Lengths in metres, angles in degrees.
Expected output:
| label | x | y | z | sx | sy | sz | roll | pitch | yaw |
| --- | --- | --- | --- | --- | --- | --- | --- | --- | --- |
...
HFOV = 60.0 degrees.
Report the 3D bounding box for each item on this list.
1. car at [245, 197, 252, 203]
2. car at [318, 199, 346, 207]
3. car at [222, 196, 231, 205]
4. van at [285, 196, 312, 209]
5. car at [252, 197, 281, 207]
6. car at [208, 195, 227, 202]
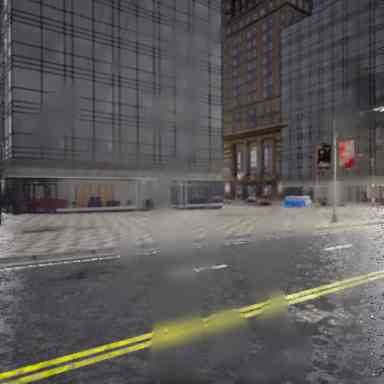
| label | x | y | z | sx | sy | sz | roll | pitch | yaw |
| --- | --- | --- | --- | --- | --- | --- | --- | --- | --- |
| car | 12.416 | 1.604 | 66.760 | 1.802 | 1.307 | 4.206 | 0 | 0 | -35 |
| car | 22.247 | 1.681 | 52.955 | 1.947 | 1.339 | 4.313 | 0 | 0 | -35 |
| car | 5.473 | 1.519 | 61.813 | 1.967 | 1.590 | 4.097 | 0 | 0 | -35 |
| van | 15.303 | 1.514 | 48.008 | 1.690 | 1.788 | 3.998 | 0 | 0 | -35 |
| car | 12.026 | 1.725 | 52.611 | 1.802 | 1.307 | 4.206 | 0 | 0 | -35 |
| car | 5.863 | 1.497 | 75.963 | 1.887 | 1.381 | 4.507 | 0 | 0 | -35 |
